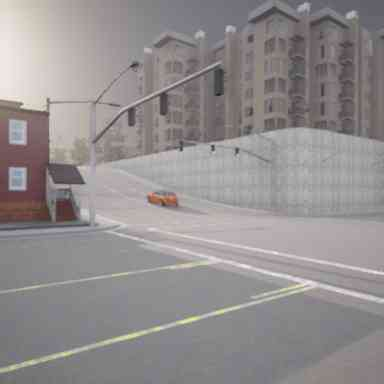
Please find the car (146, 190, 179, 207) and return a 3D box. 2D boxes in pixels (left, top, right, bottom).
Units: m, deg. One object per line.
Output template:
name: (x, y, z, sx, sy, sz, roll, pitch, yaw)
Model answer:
car: (-3.409, 0.543, 37.790, 2.097, 1.767, 4.553, 0, 7, -36)
